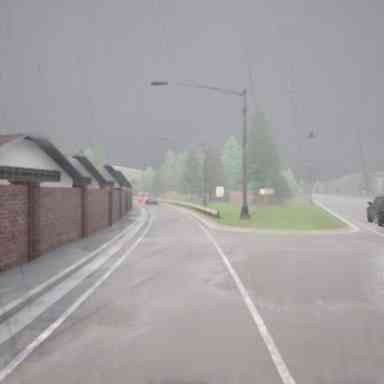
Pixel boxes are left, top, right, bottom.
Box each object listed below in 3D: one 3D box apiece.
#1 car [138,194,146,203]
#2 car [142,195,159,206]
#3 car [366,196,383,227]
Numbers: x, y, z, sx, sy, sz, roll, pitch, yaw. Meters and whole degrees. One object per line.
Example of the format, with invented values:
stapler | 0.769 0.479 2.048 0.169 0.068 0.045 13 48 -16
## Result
car | -10.145 1.399 70.730 2.097 1.767 4.553 0 0 -18
car | -7.312 1.727 60.608 2.033 1.411 5.357 0 0 -15
car | 13.738 1.262 23.132 2.150 2.045 5.566 0 0 18
